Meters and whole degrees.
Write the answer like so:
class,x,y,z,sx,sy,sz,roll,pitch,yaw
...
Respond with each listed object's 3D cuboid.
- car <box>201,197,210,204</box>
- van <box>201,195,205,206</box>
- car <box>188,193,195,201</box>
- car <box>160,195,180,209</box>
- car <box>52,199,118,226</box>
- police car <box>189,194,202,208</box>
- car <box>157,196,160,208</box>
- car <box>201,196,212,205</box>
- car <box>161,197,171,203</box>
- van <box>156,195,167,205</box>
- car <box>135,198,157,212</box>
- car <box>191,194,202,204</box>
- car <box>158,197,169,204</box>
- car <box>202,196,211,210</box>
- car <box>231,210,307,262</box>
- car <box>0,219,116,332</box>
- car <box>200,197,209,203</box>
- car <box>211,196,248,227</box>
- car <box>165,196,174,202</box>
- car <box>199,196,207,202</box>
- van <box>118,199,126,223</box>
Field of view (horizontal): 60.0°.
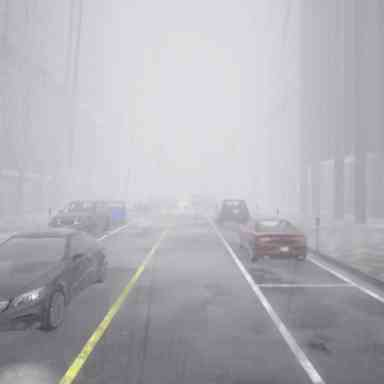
class,x,y,z,sx,sy,sz,roll,pitch,yaw
car,2.752,1.750,68.683,1.752,1.417,4.829,0,0,0
van,2.754,1.504,51.605,1.690,1.788,3.998,0,0,0
car,0.765,1.556,62.870,2.097,1.767,4.553,0,0,-2
car,-3.087,1.628,48.002,1.882,1.535,5.008,0,0,0
car,-5.766,1.366,17.772,2.192,1.841,5.009,0,0,0
police car,0.894,1.594,53.030,1.930,1.638,5.238,0,0,0
car,-5.770,1.729,51.591,1.947,1.339,4.313,0,0,0
car,2.753,1.644,62.877,1.967,1.590,4.097,0,0,0
car,-5.773,1.811,74.138,1.947,1.339,4.313,0,0,0
van,-5.773,1.545,62.865,1.690,1.788,3.998,0,0,0
car,-5.769,1.668,40.318,1.887,1.381,4.507,0,0,0
car,0.850,1.449,68.951,2.150,2.045,5.566,0,0,0
car,-5.772,1.791,68.501,1.947,1.339,4.313,0,0,0
car,2.755,1.669,46.138,1.752,1.417,4.829,0,0,0
car,2.760,1.579,12.151,1.887,1.381,4.507,0,0,0
car,-3.101,1.545,7.001,1.812,1.442,4.674,0,0,0
car,2.752,1.796,74.150,2.008,1.369,4.403,0,0,0
car,2.758,1.382,23.424,2.192,1.841,5.009,0,0,0
car,-5.775,1.832,85.411,1.887,1.381,4.507,0,0,0
car,2.750,1.727,85.422,1.967,1.590,4.097,0,0,0
van,-5.767,1.409,23.408,1.690,1.788,3.998,0,0,0
